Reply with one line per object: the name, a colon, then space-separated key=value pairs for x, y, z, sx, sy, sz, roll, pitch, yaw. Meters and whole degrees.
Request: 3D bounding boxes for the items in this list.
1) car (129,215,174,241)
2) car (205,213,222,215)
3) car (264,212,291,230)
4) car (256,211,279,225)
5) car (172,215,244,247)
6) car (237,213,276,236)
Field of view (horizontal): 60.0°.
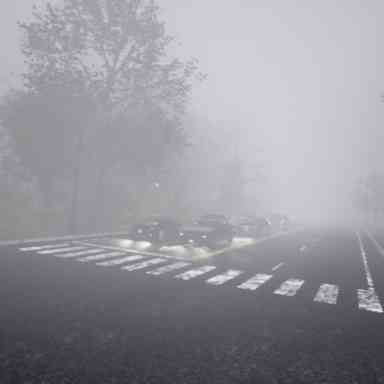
car: x=-2.070 y=2.173 z=20.725 sx=1.994 sy=1.385 sz=4.181 roll=3 pitch=-2 yaw=26
car: x=1.827 y=2.624 z=28.723 sx=1.837 sy=1.490 sz=4.892 roll=3 pitch=-2 yaw=26
car: x=9.765 y=3.278 z=37.584 sx=2.097 sy=1.767 sz=4.553 roll=3 pitch=-2 yaw=26
car: x=10.617 y=3.626 z=46.677 sx=2.097 sy=1.767 sz=4.553 roll=3 pitch=-2 yaw=27
car: x=1.150 y=2.343 z=19.920 sx=2.033 sy=1.411 sz=5.357 roll=3 pitch=-2 yaw=26
car: x=5.425 y=2.847 z=28.694 sx=2.128 sy=1.511 sz=4.902 roll=3 pitch=-2 yaw=26
